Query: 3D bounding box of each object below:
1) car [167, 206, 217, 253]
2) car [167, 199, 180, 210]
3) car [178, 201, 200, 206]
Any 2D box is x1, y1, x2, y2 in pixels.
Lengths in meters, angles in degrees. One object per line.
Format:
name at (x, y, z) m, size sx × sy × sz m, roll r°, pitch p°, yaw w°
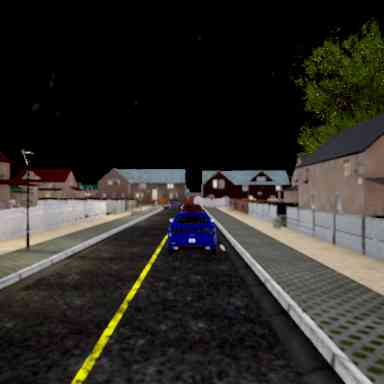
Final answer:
car at (0.010, 1.615, 14.498) m, size 1.882 × 1.535 × 5.008 m, roll 0°, pitch 0°, yaw 0°
car at (-2.747, 1.843, 52.674) m, size 2.097 × 1.767 × 4.553 m, roll 0°, pitch 0°, yaw 0°
car at (0.011, 1.756, 29.491) m, size 1.882 × 1.535 × 5.008 m, roll 0°, pitch 0°, yaw 0°
